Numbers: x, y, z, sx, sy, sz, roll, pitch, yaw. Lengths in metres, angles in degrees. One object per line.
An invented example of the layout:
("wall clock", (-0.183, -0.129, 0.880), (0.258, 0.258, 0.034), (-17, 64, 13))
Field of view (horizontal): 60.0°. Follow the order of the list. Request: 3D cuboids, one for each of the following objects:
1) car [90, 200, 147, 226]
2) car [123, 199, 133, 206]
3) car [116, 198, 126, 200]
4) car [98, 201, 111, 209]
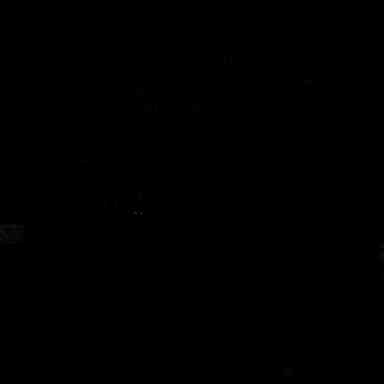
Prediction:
("car", (-6.144, 1.806, 27.616), (4.553, 1.767, 2.097), (-1, -1, 17))
("car", (-15.131, 2.571, 79.062), (1.882, 1.535, 5.008), (-1, -1, -6))
("car", (-13.411, 2.244, 63.455), (2.150, 2.045, 5.566), (-1, -1, -6))
("car", (-17.181, 2.623, 65.682), (1.812, 1.442, 4.674), (-1, -1, -6))
